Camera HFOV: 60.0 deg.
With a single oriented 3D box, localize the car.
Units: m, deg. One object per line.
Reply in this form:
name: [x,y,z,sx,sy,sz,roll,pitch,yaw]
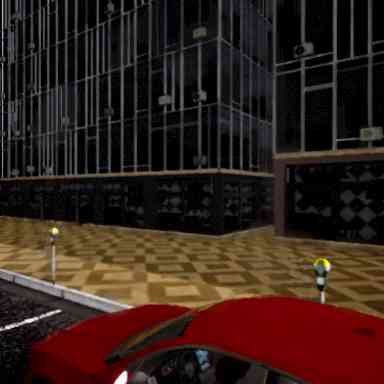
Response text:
car: [0.489,1.540,2.527,4.507,1.381,1.887,0,0,35]
